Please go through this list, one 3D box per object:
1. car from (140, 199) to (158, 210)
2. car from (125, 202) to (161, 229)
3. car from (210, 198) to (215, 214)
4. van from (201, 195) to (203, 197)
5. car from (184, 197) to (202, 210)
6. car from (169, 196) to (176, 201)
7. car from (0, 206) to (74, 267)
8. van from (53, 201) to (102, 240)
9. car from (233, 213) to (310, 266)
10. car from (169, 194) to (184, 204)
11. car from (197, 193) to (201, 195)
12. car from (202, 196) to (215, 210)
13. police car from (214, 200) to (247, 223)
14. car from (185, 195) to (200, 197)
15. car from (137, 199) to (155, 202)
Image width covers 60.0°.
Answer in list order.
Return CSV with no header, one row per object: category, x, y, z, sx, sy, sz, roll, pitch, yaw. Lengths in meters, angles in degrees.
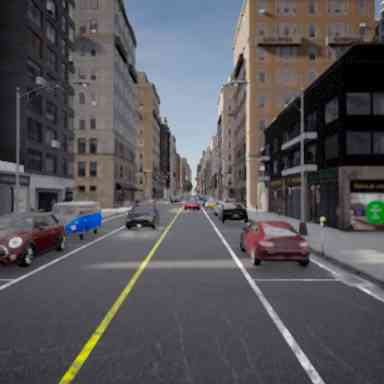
car,-5.857,1.655,45.382,1.887,1.381,4.507,1,0,0
car,-3.104,1.602,22.145,2.033,1.411,5.357,0,0,0
car,3.144,1.607,33.124,1.812,1.442,4.674,0,0,0
van,2.670,1.465,51.054,1.690,1.788,3.998,1,0,0
car,0.006,1.685,43.936,1.994,1.385,4.181,0,0,0
car,-5.549,1.802,94.494,1.802,1.307,4.206,1,0,1
car,-5.851,1.468,11.345,1.967,1.590,4.097,1,0,0
van,-5.851,1.383,17.018,1.690,1.788,3.998,1,0,0
car,2.673,1.610,11.339,1.802,1.307,4.206,1,0,0
car,-3.009,1.512,64.051,1.994,1.385,4.181,0,0,0
car,2.976,1.785,94.390,1.947,1.339,4.313,1,0,1
car,2.669,1.636,45.550,1.752,1.417,4.829,1,0,0
police car,3.130,1.489,26.234,1.930,1.638,5.238,0,0,0
car,0.007,1.682,60.067,1.812,1.442,4.674,0,0,0
car,-5.856,1.663,39.709,1.947,1.339,4.313,1,0,0
